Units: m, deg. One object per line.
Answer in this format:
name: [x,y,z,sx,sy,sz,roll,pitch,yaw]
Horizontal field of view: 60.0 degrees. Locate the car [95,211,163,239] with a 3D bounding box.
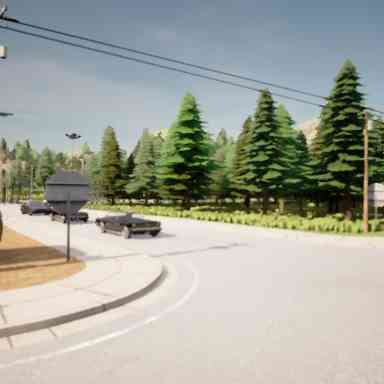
car: [-3.572,1.730,18.369,1.895,1.301,4.718,1,-1,-38]

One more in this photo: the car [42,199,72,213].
car: [-16.788,1.651,41.092,2.128,1.511,4.902,1,-1,-38]

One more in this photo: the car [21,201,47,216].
car: [-16.236,1.665,34.426,2.033,1.411,5.357,1,-1,-39]

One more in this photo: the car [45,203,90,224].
car: [-9.720,1.724,26.161,1.895,1.301,4.718,1,-1,-38]
